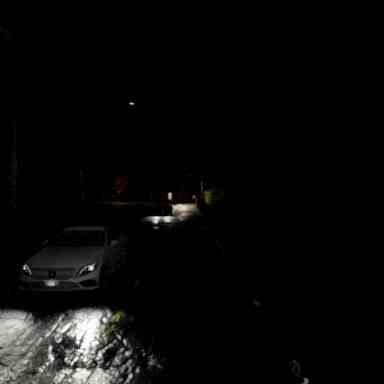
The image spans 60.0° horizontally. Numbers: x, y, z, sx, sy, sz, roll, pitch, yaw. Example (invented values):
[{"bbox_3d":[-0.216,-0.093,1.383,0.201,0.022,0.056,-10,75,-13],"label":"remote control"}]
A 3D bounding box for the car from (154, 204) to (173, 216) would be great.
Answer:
[{"bbox_3d":[-3.218,2.047,38.517,1.994,1.385,4.181,0,-1,-1],"label":"car"}]

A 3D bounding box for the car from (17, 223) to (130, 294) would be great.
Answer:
[{"bbox_3d":[-2.909,1.633,9.194,1.812,1.442,4.674,0,-1,0],"label":"car"}]
